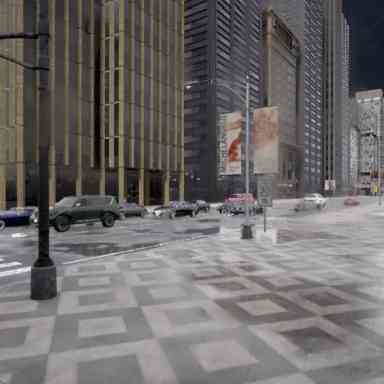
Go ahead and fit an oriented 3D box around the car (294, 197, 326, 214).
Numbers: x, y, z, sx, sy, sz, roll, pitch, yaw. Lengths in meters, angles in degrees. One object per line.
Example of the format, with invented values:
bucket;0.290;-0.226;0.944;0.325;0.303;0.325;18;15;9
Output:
car;12.989;1.604;37.002;2.033;1.411;5.357;0;0;36

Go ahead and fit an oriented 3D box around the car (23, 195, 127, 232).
car;-6.994;1.232;20.549;2.150;2.045;5.566;0;0;36

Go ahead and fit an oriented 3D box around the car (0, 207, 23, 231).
car;-10.796;1.602;20.819;1.895;1.301;4.718;0;0;35

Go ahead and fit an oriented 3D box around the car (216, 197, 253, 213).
car;4.784;1.585;37.017;2.033;1.411;5.357;0;0;35

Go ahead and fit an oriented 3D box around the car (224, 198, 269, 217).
car;5.584;1.586;32.223;2.033;1.411;5.357;0;0;36

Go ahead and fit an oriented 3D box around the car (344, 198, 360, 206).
car;27.968;1.656;57.970;1.994;1.385;4.181;0;0;35

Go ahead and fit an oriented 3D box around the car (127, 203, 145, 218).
car;-5.672;1.576;27.992;1.994;1.385;4.181;0;0;35

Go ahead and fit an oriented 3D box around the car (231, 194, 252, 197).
car;6.378;1.263;44.787;2.150;2.045;5.566;0;0;37

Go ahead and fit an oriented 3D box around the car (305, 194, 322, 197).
car;18.655;1.294;50.522;2.150;2.045;5.566;0;0;36

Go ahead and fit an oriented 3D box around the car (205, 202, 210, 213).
car;0.243;1.552;36.260;1.812;1.442;4.674;0;0;36

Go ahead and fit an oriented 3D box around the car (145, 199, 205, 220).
car;-1.323;1.514;28.487;2.128;1.511;4.902;0;0;36
